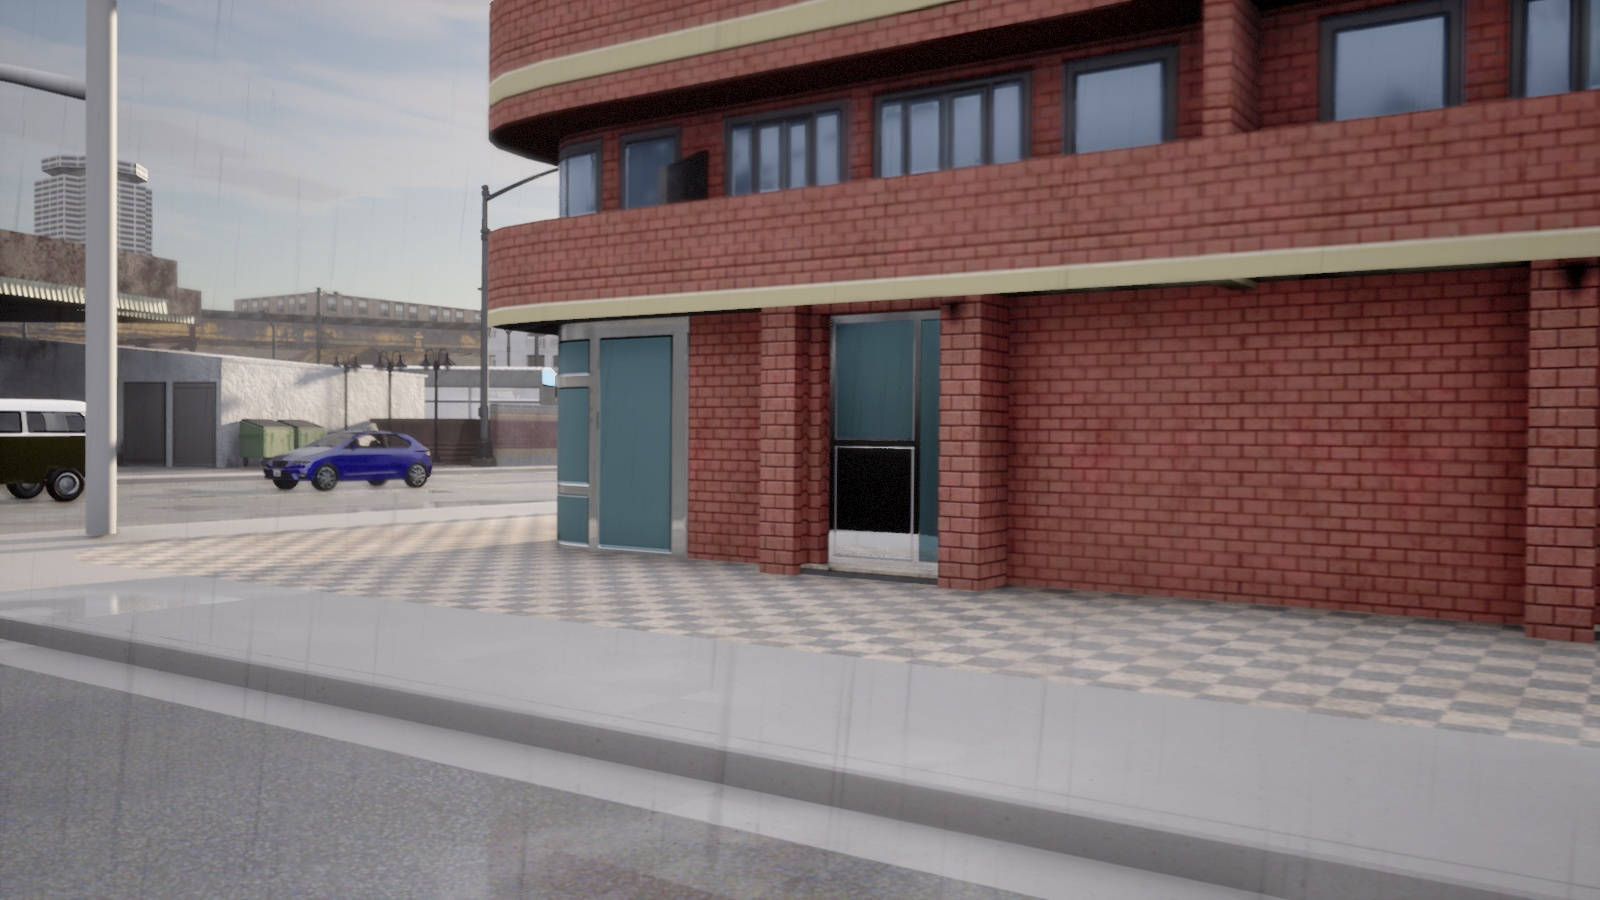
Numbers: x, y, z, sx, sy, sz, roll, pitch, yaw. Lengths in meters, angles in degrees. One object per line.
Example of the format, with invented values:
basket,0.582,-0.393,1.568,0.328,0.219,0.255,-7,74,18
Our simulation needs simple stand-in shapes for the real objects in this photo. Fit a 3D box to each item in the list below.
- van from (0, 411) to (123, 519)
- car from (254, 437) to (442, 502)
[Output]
van,-15.924,0.284,24.311,2.069,2.038,4.480,0,1,32
car,-11.260,0.433,31.534,1.816,1.474,4.193,0,1,33
